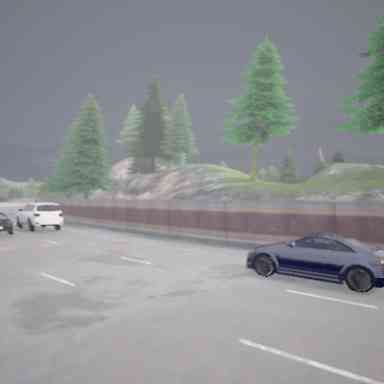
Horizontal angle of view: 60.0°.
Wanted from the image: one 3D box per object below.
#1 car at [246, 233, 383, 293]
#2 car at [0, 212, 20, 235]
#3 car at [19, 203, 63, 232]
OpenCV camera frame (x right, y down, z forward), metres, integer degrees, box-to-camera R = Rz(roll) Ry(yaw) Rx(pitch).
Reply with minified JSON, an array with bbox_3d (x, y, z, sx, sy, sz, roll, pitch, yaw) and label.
[{"bbox_3d":[3.778,1.940,10.097,4.181,1.385,1.994,-1,-2,40],"label":"car"},{"bbox_3d":[-13.053,2.006,21.689,1.812,1.442,4.674,2,-2,-42],"label":"car"},{"bbox_3d":[-11.731,1.836,25.432,2.150,2.045,5.566,2,-2,-41],"label":"car"}]
